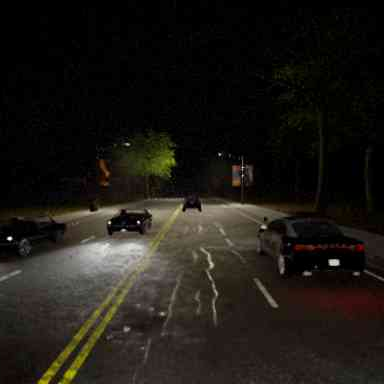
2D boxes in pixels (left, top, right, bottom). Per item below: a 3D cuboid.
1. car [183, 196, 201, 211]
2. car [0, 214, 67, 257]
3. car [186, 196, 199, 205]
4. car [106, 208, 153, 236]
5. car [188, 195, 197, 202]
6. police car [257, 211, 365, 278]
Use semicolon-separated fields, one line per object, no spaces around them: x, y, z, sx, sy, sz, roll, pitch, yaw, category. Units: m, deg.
0.006;1.271;39.451;2.097;1.767;4.553;0;0;0;car
-6.594;1.576;12.871;1.895;1.301;4.718;0;0;0;car
0.115;1.428;55.790;2.033;1.411;5.357;0;0;0;car
-3.335;1.566;18.484;1.895;1.301;4.718;0;0;0;car
0.018;1.430;73.587;1.895;1.301;4.718;0;0;0;car
3.253;1.406;10.201;1.930;1.638;5.238;0;0;0;police car
